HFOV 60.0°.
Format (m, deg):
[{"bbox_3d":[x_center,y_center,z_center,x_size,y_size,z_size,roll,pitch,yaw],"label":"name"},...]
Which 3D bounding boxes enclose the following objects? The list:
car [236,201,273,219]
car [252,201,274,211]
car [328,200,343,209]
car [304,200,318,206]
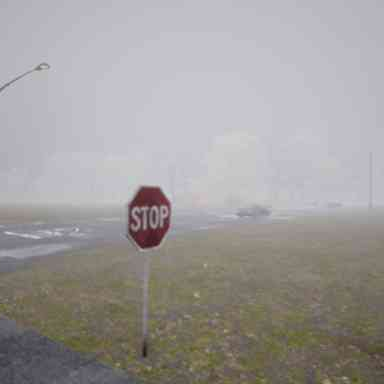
[{"bbox_3d":[6.587,2.024,35.089,2.033,1.411,5.357,1,0,36],"label":"car"},{"bbox_3d":[11.504,2.213,53.823,1.994,1.385,4.181,1,0,36],"label":"car"},{"bbox_3d":[27.707,2.375,64.273,1.882,1.535,5.008,1,0,36],"label":"car"},{"bbox_3d":[26.931,2.517,75.140,1.895,1.301,4.718,1,0,36],"label":"car"}]
